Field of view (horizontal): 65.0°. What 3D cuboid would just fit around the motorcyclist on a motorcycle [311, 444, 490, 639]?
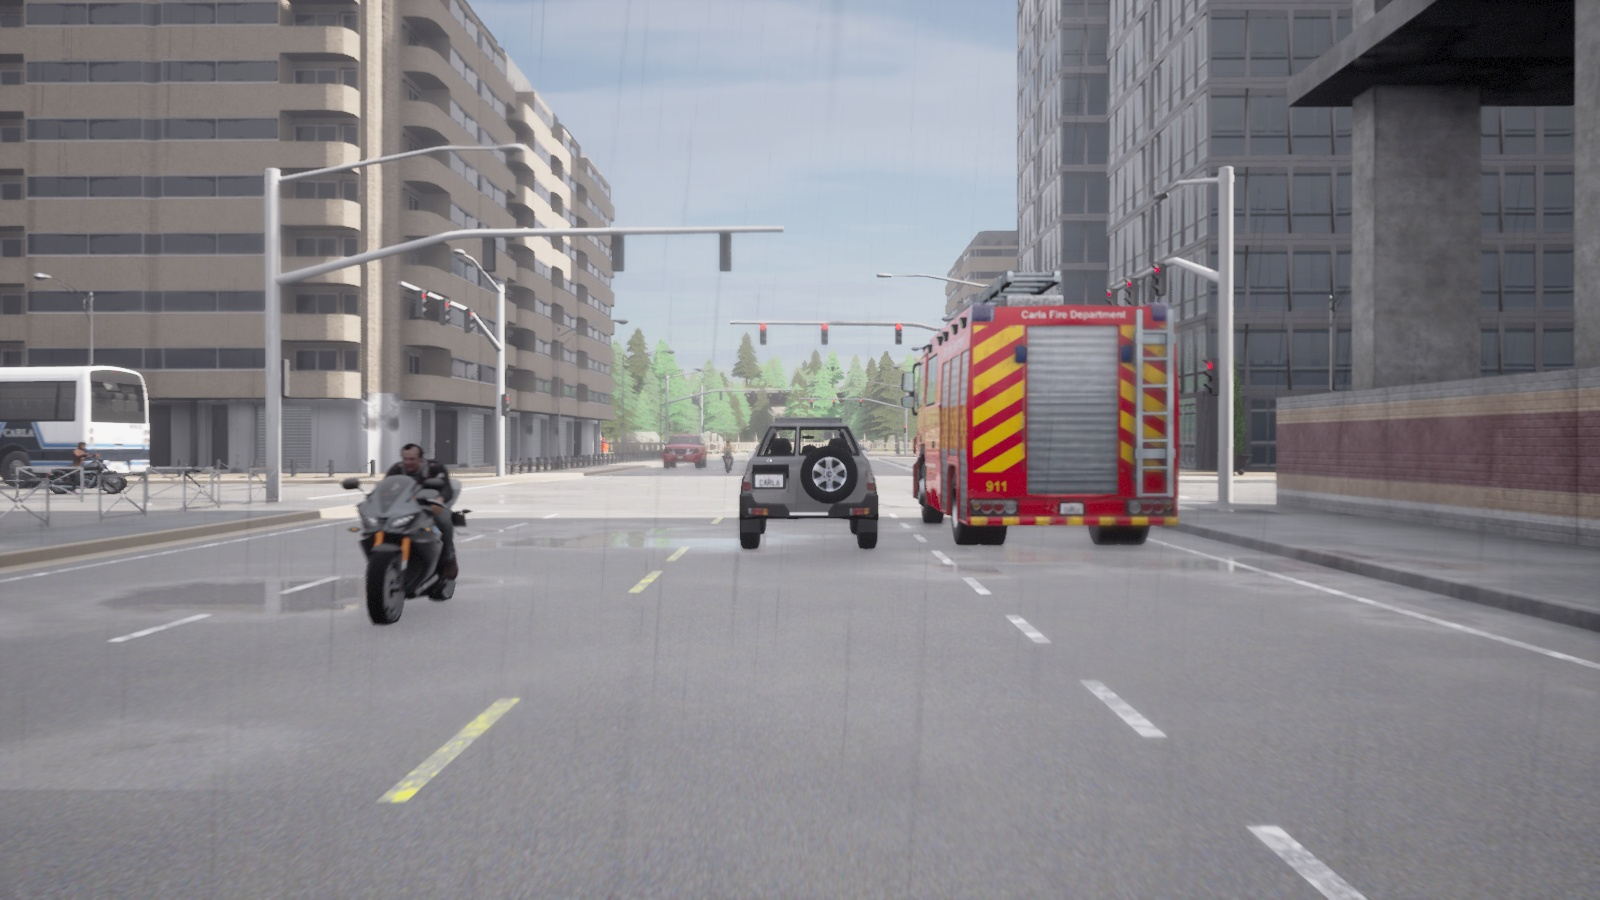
[{"bbox_3d":[-3.422,0.717,11.002,0.866,1.530,2.191,0,0,0],"label":"motorcyclist on a motorcycle"}]

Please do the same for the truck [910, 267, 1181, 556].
[{"bbox_3d":[3.635,-0.533,20.905,2.891,3.827,8.468,0,0,0],"label":"truck"}]

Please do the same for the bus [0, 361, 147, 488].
[{"bbox_3d":[-29.320,-0.851,44.968,10.273,4.253,3.944,0,0,10],"label":"bus"}]

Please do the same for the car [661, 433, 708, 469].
[{"bbox_3d":[-6.775,0.042,74.097,2.150,2.045,5.566,0,0,1],"label":"car"}]

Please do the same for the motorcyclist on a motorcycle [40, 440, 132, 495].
[{"bbox_3d":[-21.593,0.521,38.003,2.350,1.649,0.766,0,0,1],"label":"motorcyclist on a motorcycle"}]

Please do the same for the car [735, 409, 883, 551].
[{"bbox_3d":[0.123,0.451,18.752,1.932,1.855,4.605,0,-1,0],"label":"car"}]
